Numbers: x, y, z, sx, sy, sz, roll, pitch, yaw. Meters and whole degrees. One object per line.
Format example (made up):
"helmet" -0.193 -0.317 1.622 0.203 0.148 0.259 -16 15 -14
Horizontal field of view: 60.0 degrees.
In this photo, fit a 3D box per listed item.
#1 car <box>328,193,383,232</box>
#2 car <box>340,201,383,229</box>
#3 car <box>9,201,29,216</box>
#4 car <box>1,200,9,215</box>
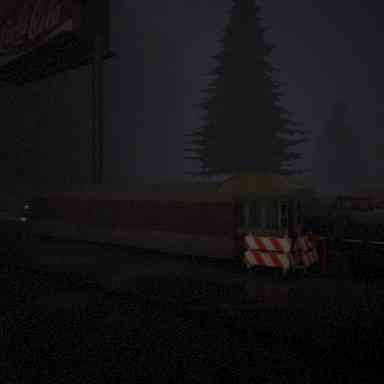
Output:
"car" 9.289 1.149 17.616 3.866 1.878 1.905 0 0 35
"car" 11.226 1.339 19.676 4.193 1.474 1.816 0 0 35
"car" -14.166 1.355 31.420 2.097 1.767 4.553 0 0 35
"car" -18.687 1.495 31.086 2.128 1.511 4.902 0 0 35
